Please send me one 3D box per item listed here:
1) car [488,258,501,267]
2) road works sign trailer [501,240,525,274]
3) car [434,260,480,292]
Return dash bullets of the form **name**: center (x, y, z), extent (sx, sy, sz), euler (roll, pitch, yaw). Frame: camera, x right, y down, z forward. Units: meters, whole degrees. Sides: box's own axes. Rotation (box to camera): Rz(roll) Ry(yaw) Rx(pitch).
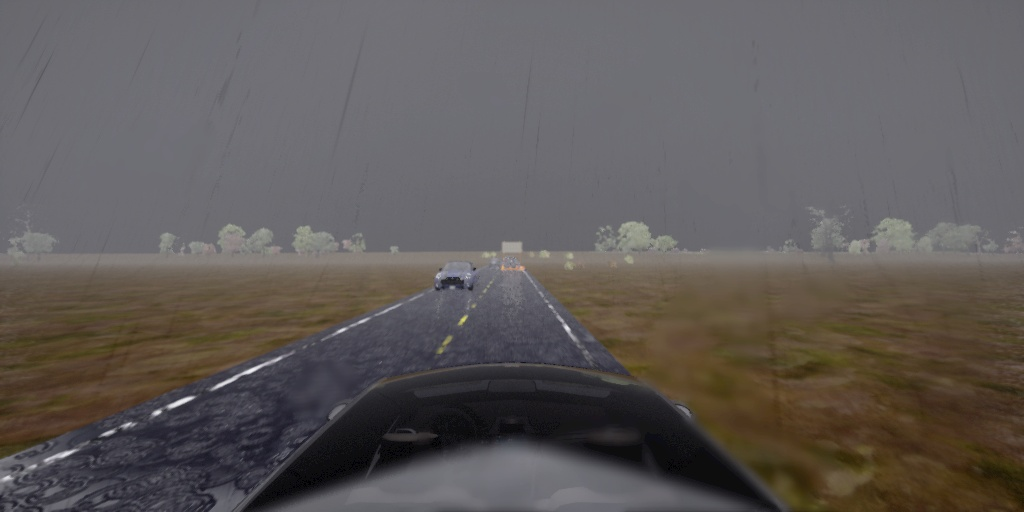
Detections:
- **car**: center (-3.018, 1.059, 62.291), extent (2.128, 1.511, 4.902), euler (0, 0, 0)
- **road works sign trailer**: center (-0.002, 0.098, 38.856), extent (2.380, 3.560, 2.880), euler (0, 0, 0)
- **car**: center (-3.089, 1.042, 20.848), extent (2.097, 1.767, 4.553), euler (0, 0, 0)
